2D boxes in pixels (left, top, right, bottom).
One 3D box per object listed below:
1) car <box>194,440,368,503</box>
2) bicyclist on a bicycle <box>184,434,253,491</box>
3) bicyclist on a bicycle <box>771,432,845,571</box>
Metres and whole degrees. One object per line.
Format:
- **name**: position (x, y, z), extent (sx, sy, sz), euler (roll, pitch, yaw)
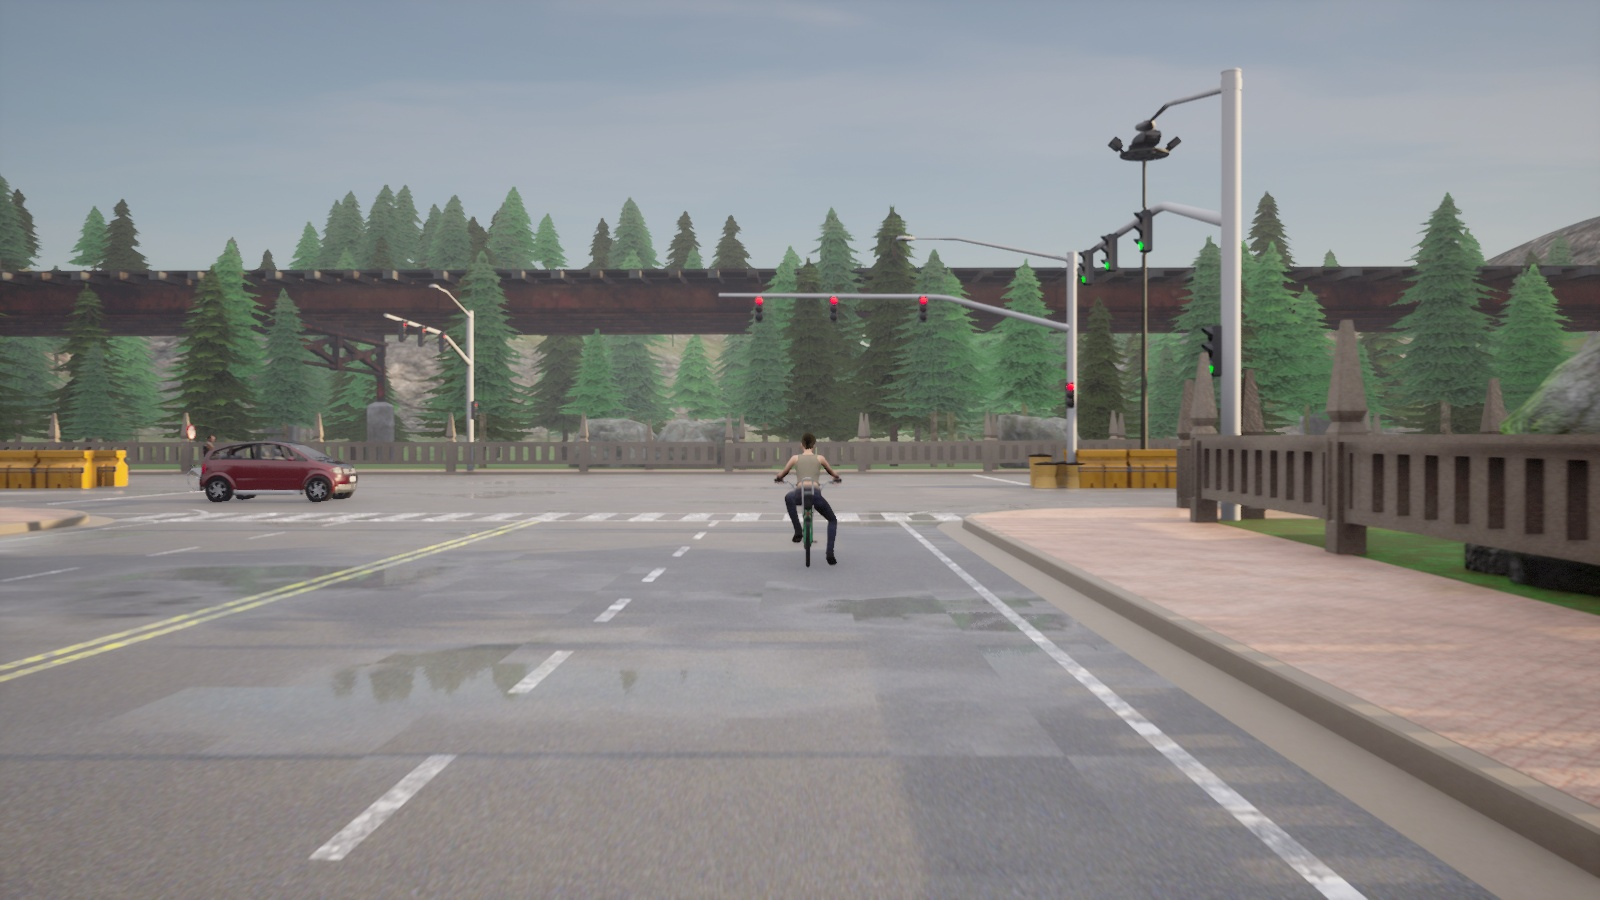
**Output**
- **car**: position (-13.192, 0.534, 32.064), extent (3.705, 1.549, 1.789), euler (0, 0, 1)
- **bicyclist on a bicycle**: position (-18.117, 0.382, 39.114), extent (1.843, 1.776, 0.659), euler (0, 0, 1)
- **bicyclist on a bicycle**: position (0.097, 0.596, 15.371), extent (0.866, 1.612, 1.509), euler (0, 0, 0)
